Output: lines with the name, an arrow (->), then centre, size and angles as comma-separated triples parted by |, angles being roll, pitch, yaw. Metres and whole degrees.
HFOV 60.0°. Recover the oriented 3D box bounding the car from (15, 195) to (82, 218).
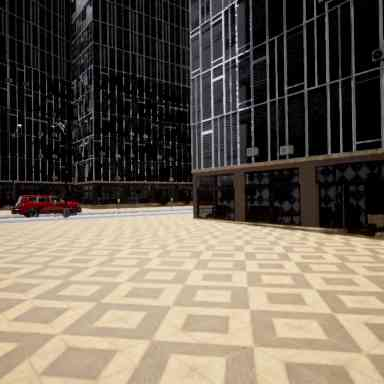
car -> -11.742, 1.188, 27.327 | 5.009, 1.841, 2.192 | 0, -1, -36
